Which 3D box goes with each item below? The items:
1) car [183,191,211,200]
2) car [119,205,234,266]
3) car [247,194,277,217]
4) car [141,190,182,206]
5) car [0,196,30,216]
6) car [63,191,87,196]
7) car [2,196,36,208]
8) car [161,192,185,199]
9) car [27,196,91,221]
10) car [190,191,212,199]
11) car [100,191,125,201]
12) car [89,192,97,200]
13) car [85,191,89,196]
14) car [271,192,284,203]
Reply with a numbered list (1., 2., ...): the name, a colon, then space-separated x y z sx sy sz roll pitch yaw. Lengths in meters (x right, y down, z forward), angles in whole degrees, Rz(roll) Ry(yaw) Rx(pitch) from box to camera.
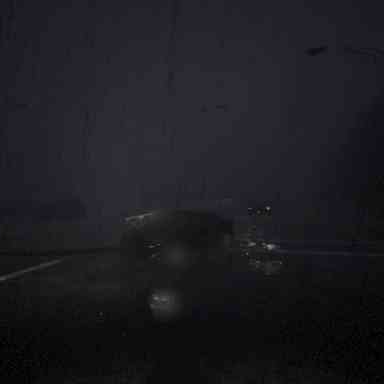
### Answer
1. car: 0.087 0.620 57.230 5.027 1.636 2.152 -1 1 17
2. car: -0.310 1.374 11.631 1.882 1.535 5.008 0 1 35
3. car: 5.655 1.172 27.165 1.812 1.442 4.674 -1 1 17
4. car: -4.138 0.773 42.104 4.605 1.855 1.932 -1 1 17
5. car: -15.945 1.367 29.419 3.806 1.475 1.970 -1 1 17
6. car: -19.944 1.115 53.652 4.514 1.523 2.007 -1 1 17
7. car: -22.923 1.274 44.115 3.633 1.501 1.845 -1 1 17
8. car: -3.992 0.717 69.034 4.514 1.523 2.007 -1 1 17
9. car: -9.731 1.306 24.387 3.633 1.501 1.845 -1 1 17
10. car: 1.666 0.615 63.459 3.806 1.475 1.970 -1 1 17
11. car: -15.604 0.735 65.345 4.605 1.855 1.932 -1 1 17
12. car: -22.156 0.767 70.801 3.866 1.878 1.905 -1 1 17
13. car: -23.714 1.104 67.806 3.806 1.475 1.970 -1 1 17
14. car: 12.410 0.839 49.103 1.837 1.490 4.892 -1 0 17
